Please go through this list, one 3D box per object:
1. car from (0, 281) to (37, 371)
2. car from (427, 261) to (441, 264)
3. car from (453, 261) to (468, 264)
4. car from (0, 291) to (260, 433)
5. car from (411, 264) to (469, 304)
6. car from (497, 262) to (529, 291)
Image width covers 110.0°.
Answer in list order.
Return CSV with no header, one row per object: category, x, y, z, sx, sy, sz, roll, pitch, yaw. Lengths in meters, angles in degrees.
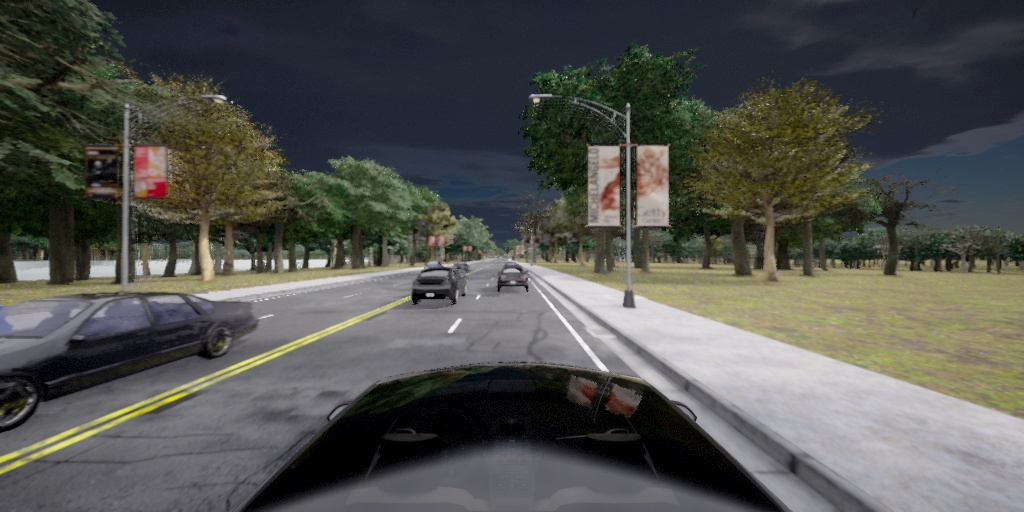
car,-9.854,1.229,4.218,1.882,1.535,5.008,0,0,0
car,-10.038,1.361,46.059,1.812,1.442,4.674,0,0,0
car,-6.802,1.406,47.569,1.994,1.385,4.181,0,0,0
car,-6.605,1.300,5.695,2.033,1.411,5.357,0,0,0
car,-3.179,1.270,16.301,1.837,1.490,4.892,0,0,0
car,0.047,1.301,22.026,1.812,1.442,4.674,0,0,0
